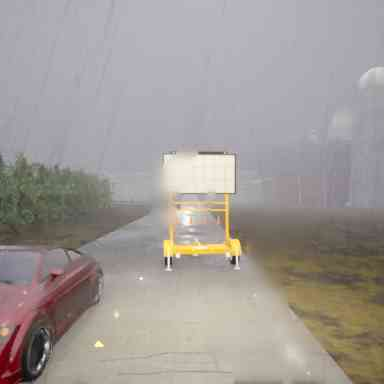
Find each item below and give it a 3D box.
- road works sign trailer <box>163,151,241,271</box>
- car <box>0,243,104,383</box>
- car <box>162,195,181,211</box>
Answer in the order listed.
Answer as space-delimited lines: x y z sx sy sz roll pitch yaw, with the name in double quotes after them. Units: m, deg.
0.231 0.470 11.005 2.380 3.560 2.880 0 0 -4 "road works sign trailer"
-2.830 1.564 5.276 1.994 1.385 4.181 0 0 0 "car"
-2.585 1.371 42.870 2.150 2.045 5.566 0 0 0 "car"
